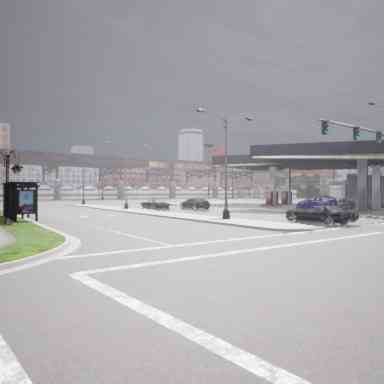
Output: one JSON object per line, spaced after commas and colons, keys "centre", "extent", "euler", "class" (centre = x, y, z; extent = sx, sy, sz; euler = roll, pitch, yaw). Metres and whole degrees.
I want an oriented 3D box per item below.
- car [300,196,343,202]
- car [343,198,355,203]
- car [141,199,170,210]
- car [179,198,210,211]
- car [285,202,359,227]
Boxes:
{"centre": [14.306, 1.295, 38.319], "extent": [2.242, 1.667, 4.611], "euler": [0, 0, -35], "class": "car"}
{"centre": [18.580, 1.456, 42.233], "extent": [1.970, 1.475, 3.806], "euler": [0, 0, -35], "class": "car"}
{"centre": [-4.776, 1.601, 42.747], "extent": [1.895, 1.301, 4.718], "euler": [0, 0, -35], "class": "car"}
{"centre": [0.263, 1.504, 41.644], "extent": [1.837, 1.490, 4.892], "euler": [0, 0, -35], "class": "car"}
{"centre": [8.879, 1.601, 23.193], "extent": [1.895, 1.301, 4.718], "euler": [0, 0, -35], "class": "car"}
